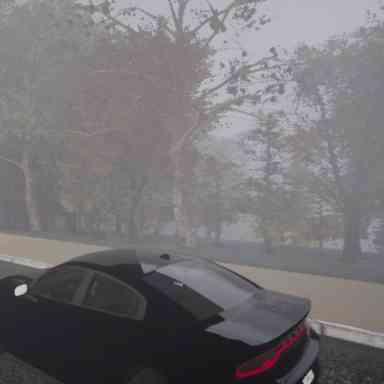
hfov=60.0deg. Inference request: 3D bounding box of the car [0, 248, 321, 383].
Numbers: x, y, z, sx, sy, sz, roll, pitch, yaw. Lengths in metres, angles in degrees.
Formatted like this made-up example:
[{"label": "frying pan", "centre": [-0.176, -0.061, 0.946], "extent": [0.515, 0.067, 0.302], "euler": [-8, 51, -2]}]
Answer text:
[{"label": "car", "centre": [-0.985, 1.500, 4.389], "extent": [5.008, 1.535, 1.882], "euler": [0, 0, 36]}]
